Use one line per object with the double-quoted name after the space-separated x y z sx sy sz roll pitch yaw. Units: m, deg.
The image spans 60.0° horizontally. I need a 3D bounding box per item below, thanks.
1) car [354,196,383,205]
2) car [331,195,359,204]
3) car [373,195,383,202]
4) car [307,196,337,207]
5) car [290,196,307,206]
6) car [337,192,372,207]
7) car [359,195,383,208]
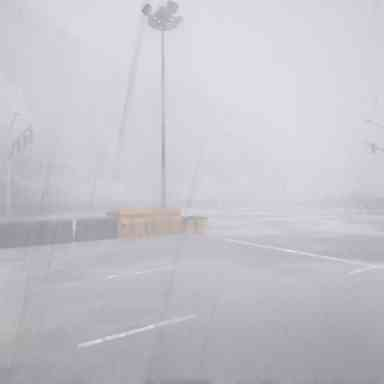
29.322 1.324 55.066 5.357 1.411 2.033 0 0 -35 "car"
26.306 1.273 57.214 4.902 1.511 2.128 0 0 -35 "car"
37.519 1.317 65.166 4.718 1.301 1.895 0 0 -36 "car"
19.431 1.322 48.025 4.902 1.511 2.128 0 0 -36 "car"
16.929 1.359 50.540 4.674 1.442 1.812 0 0 -35 "car"
23.069 1.043 46.326 5.566 2.045 2.150 0 0 -36 "car"
23.805 1.430 42.550 4.718 1.301 1.895 0 0 -36 "car"
